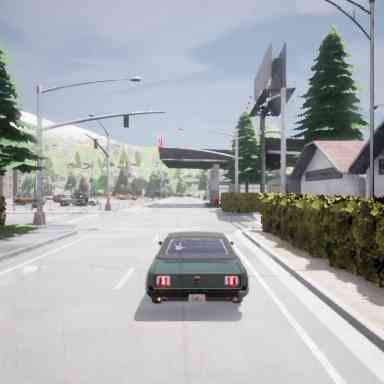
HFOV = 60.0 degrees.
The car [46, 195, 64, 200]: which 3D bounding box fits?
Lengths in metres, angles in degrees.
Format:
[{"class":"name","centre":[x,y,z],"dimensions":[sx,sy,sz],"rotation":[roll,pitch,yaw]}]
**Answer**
[{"class":"car","centre":[-35.046,1.384,84.953],"dimensions":[3.806,1.475,1.970],"rotation":[0,0,0]}]

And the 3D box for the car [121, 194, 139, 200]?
[{"class":"car","centre":[-16.449,1.339,88.040],"dimensions":[4.514,1.523,2.007],"rotation":[0,0,0]}]

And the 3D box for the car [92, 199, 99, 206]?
[{"class":"car","centre":[-16.149,1.361,50.647],"dimensions":[3.806,1.475,1.970],"rotation":[0,0,0]}]

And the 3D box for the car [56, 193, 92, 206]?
[{"class":"car","centre":[-16.743,1.077,47.319],"dimensions":[3.866,1.878,1.905],"rotation":[0,0,0]}]

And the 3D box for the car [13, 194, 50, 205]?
[{"class":"car","centre":[-24.628,1.097,50.565],"dimensions":[4.605,1.855,1.932],"rotation":[0,0,0]}]

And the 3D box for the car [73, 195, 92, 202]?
[{"class":"car","centre":[-23.992,1.319,73.018],"dimensions":[3.633,1.501,1.845],"rotation":[0,0,0]}]

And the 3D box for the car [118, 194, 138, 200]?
[{"class":"car","centre":[-16.380,1.330,84.904],"dimensions":[5.027,1.636,2.152],"rotation":[0,0,0]}]

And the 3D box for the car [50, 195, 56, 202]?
[{"class":"car","centre":[-23.982,1.298,63.025],"dimensions":[4.514,1.523,2.007],"rotation":[0,0,0]}]

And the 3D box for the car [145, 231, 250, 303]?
[{"class":"car","centre":[0.100,1.601,8.130],"dimensions":[1.895,1.301,4.718],"rotation":[0,0,0]}]
